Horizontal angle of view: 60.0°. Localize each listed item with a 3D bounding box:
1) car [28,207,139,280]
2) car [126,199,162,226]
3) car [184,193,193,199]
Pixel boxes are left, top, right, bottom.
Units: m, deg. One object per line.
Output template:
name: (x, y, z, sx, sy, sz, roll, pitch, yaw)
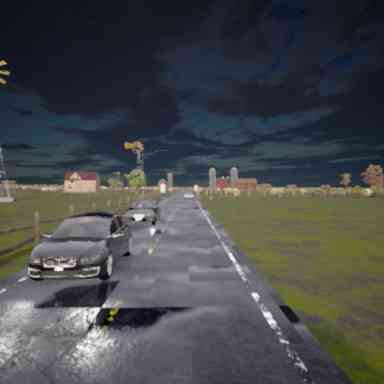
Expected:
car: (-2.935, 1.404, 9.701, 1.837, 1.490, 4.892, 0, 1, 0)
car: (-3.039, 1.251, 21.385, 2.128, 1.511, 4.902, 0, 1, 0)
car: (-0.665, 0.790, 66.309, 1.895, 1.301, 4.718, 0, 1, -1)
